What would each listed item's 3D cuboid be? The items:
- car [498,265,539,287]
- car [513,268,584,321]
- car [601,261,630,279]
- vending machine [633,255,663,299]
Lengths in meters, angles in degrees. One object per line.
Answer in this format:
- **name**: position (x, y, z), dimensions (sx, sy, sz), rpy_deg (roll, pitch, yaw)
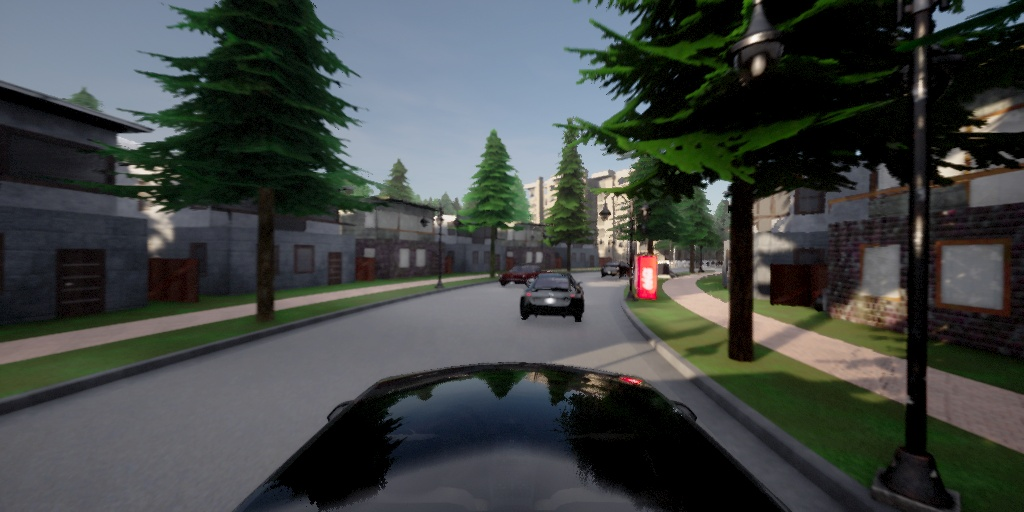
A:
- **car**: position (0.766, 1.280, 23.251), dimensions (1.895, 1.301, 4.718), rpy_deg (1, 0, 21)
- **car**: position (1.497, 1.289, 12.523), dimensions (1.994, 1.385, 4.181), rpy_deg (1, 0, 11)
- **car**: position (9.514, 1.224, 32.449), dimensions (2.128, 1.511, 4.902), rpy_deg (1, 0, 32)
- **vending machine**: position (6.068, 0.953, 16.236), dimensions (1.100, 2.100, 0.880), rpy_deg (0, 0, 16)
